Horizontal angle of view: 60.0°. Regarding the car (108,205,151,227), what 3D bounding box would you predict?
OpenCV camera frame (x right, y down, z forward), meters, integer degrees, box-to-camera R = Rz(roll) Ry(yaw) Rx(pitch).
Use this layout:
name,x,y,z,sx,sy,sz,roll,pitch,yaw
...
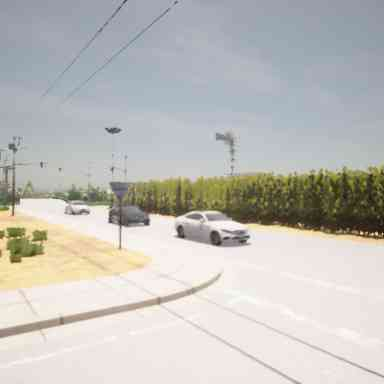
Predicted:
name,x,y,z,sx,sy,sz,roll,pitch,yaw
car,-4.755,1.673,24.640,1.812,1.442,4.674,1,0,-35

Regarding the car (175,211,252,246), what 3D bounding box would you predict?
name,x,y,z,sx,sy,sz,roll,pitch,yaw
car,0.870,1.671,16.470,1.812,1.442,4.674,1,0,-35

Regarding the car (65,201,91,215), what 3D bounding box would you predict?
name,x,y,z,sx,sy,sz,roll,pitch,yaw
car,-12.244,1.677,35.532,1.812,1.442,4.674,1,0,-34
